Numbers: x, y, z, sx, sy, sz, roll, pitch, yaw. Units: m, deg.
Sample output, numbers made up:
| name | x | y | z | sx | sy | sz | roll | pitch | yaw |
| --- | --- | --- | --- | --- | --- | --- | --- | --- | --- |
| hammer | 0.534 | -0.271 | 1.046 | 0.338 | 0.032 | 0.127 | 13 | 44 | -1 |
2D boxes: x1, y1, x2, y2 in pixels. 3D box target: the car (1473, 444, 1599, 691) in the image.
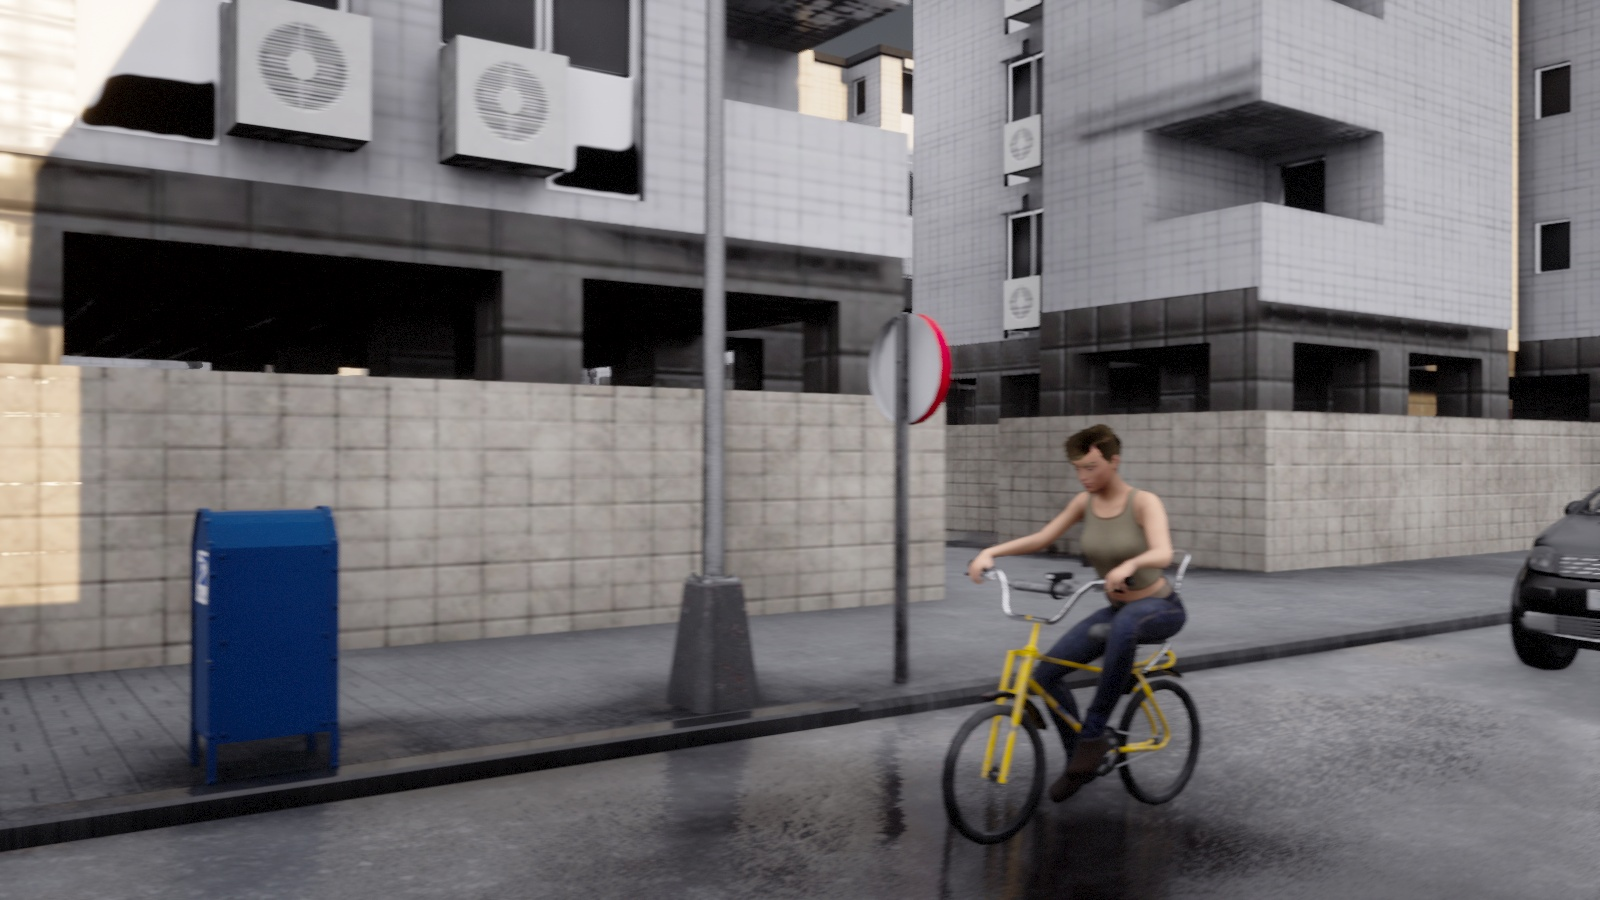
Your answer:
| name | x | y | z | sx | sy | sz | roll | pitch | yaw |
| --- | --- | --- | --- | --- | --- | --- | --- | --- | --- |
| car | 6.611 | 0.743 | 8.859 | 3.705 | 1.549 | 1.789 | 0 | 0 | -35 |

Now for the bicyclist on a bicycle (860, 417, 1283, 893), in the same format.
| name | x | y | z | sx | sy | sz | roll | pitch | yaw |
| --- | --- | --- | --- | --- | --- | --- | --- | --- | --- |
| bicyclist on a bicycle | 1.103 | 0.696 | 5.041 | 1.509 | 1.612 | 0.866 | 0 | 0 | -35 |
